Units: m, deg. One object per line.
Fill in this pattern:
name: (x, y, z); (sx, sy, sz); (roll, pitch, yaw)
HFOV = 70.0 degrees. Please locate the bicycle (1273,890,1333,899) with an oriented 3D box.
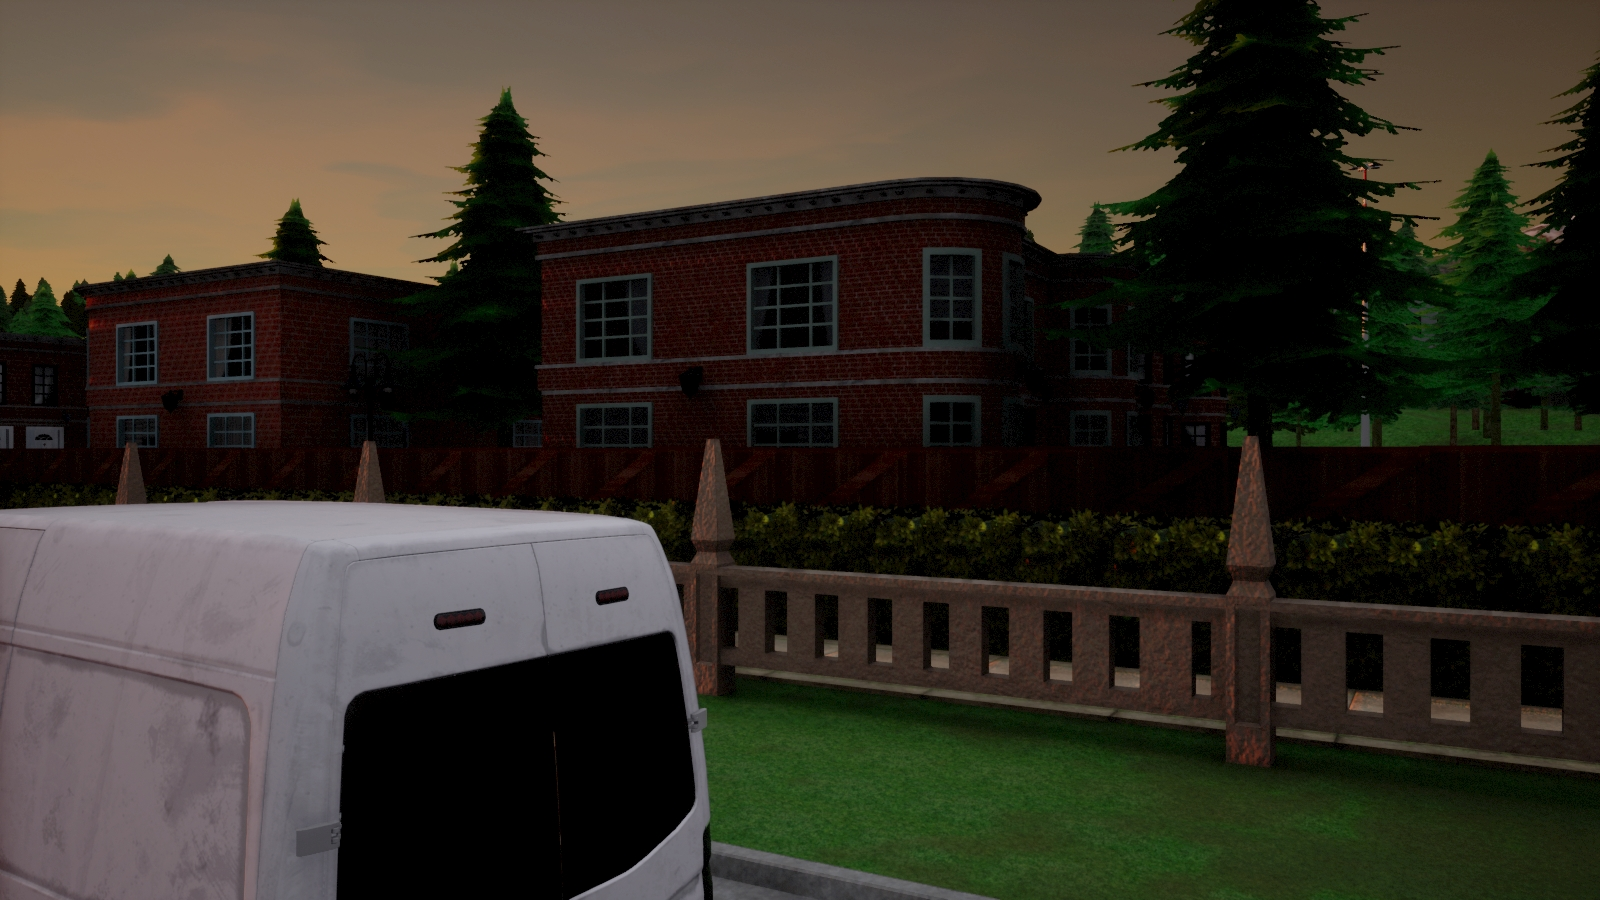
bicycle: (2.143, 2.060, 2.830); (1.835, 1.471, 0.329); (0, 0, 30)

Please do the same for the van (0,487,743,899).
van: (-3.240, 1.534, 5.467); (5.915, 2.561, 1.988); (0, 0, 34)
